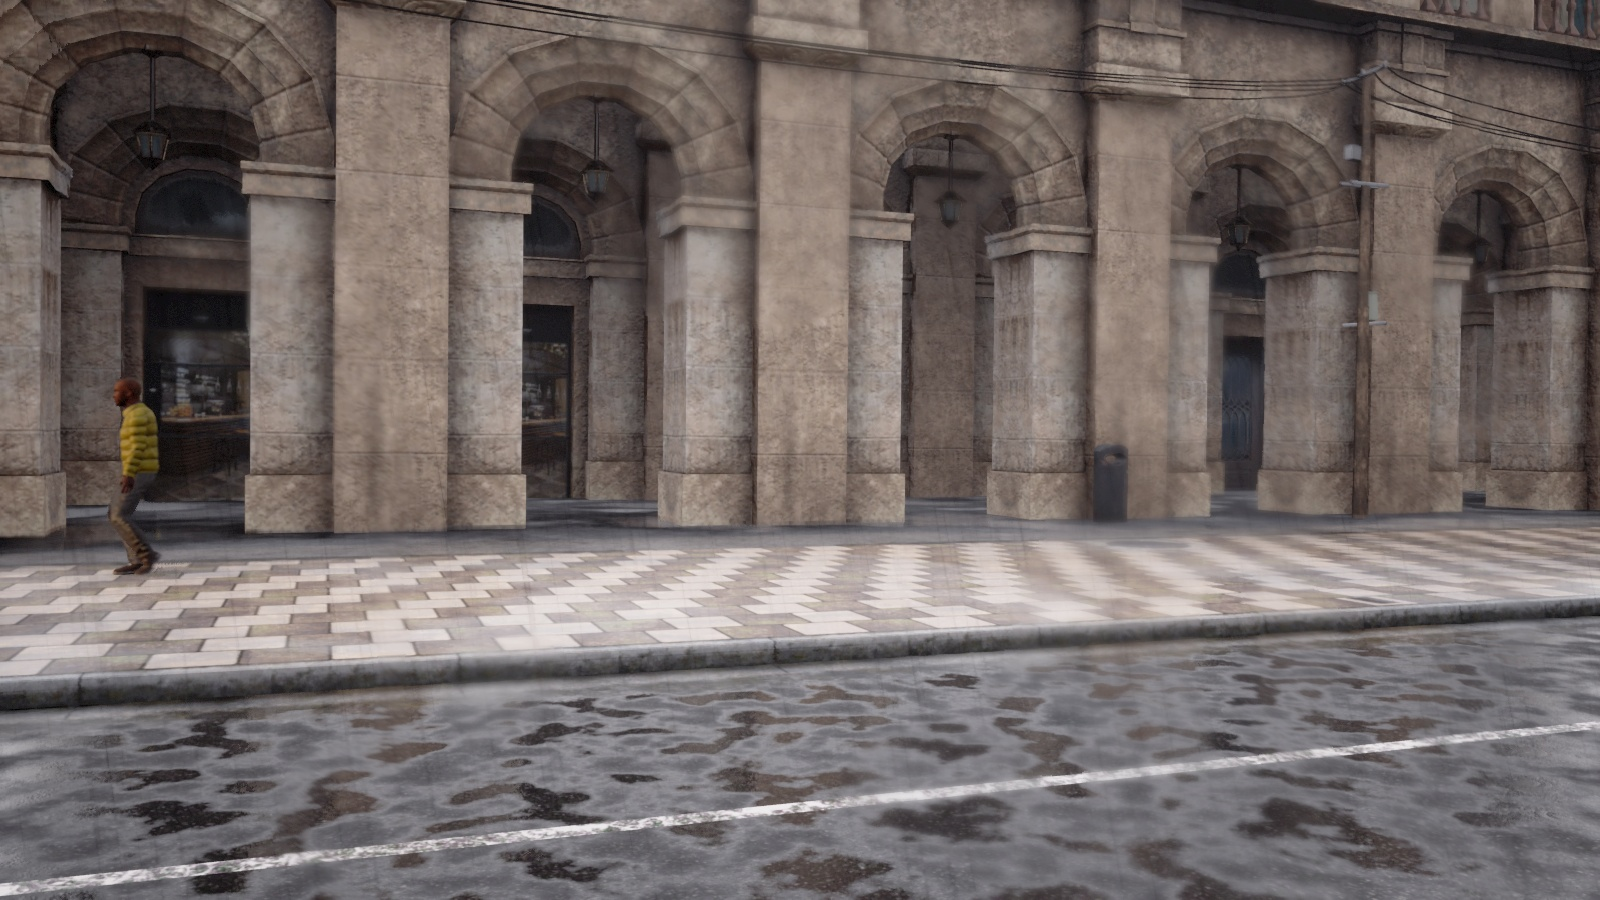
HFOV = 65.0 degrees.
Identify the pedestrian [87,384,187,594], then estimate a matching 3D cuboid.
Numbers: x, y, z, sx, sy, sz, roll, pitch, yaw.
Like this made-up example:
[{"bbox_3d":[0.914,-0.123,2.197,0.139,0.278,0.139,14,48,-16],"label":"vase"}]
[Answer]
[{"bbox_3d":[-5.957,0.335,11.313,0.726,1.835,0.370,-1,1,-21],"label":"pedestrian"}]
